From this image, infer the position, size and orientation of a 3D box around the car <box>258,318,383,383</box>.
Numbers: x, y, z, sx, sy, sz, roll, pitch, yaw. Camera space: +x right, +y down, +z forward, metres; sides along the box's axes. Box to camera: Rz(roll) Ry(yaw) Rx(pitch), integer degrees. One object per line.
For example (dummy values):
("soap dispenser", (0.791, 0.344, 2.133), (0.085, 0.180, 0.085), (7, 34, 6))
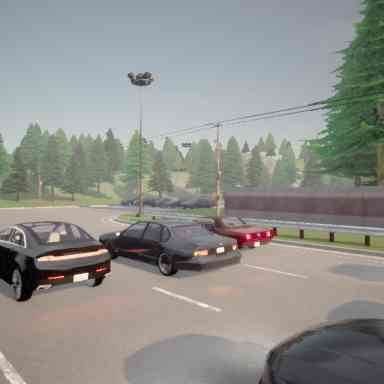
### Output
("car", (2.607, 1.505, 1.671), (1.837, 1.490, 4.892), (0, 0, -43))

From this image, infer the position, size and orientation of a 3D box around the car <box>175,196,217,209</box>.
("car", (0.724, 1.547, 43.894), (5.357, 1.411, 2.033), (0, 0, -43))

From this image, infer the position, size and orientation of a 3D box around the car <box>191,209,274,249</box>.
("car", (0.840, 1.601, 13.634), (1.895, 1.301, 4.718), (0, 0, -43))

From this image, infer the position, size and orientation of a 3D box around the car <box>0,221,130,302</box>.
("car", (-3.872, 1.491, 8.418), (2.128, 1.511, 4.902), (0, 0, -43))

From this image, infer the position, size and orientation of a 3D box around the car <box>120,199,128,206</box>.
("car", (-9.249, 1.504, 53.736), (4.892, 1.490, 1.837), (0, 0, -43))

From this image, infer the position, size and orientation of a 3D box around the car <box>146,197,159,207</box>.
("car", (-4.098, 1.564, 48.968), (4.181, 1.385, 1.994), (0, 0, -43))

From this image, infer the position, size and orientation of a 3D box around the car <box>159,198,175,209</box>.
("car", (-1.846, 1.525, 46.265), (4.674, 1.442, 1.812), (0, 0, -42))

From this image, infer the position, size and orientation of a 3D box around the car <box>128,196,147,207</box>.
("car", (-6.771, 1.491, 51.263), (4.902, 1.511, 2.128), (0, 0, -43))

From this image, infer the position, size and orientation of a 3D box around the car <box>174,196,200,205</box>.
("car", (-0.905, 1.501, 61.473), (4.892, 1.490, 1.837), (-1, 1, -43))

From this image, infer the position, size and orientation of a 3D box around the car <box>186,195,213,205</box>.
("car", (1.349, 1.351, 58.800), (4.553, 1.767, 2.097), (0, 0, -43))

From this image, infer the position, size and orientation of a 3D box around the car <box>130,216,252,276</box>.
("car", (-0.978, 1.547, 10.440), (2.033, 1.411, 5.357), (0, 0, -43))
